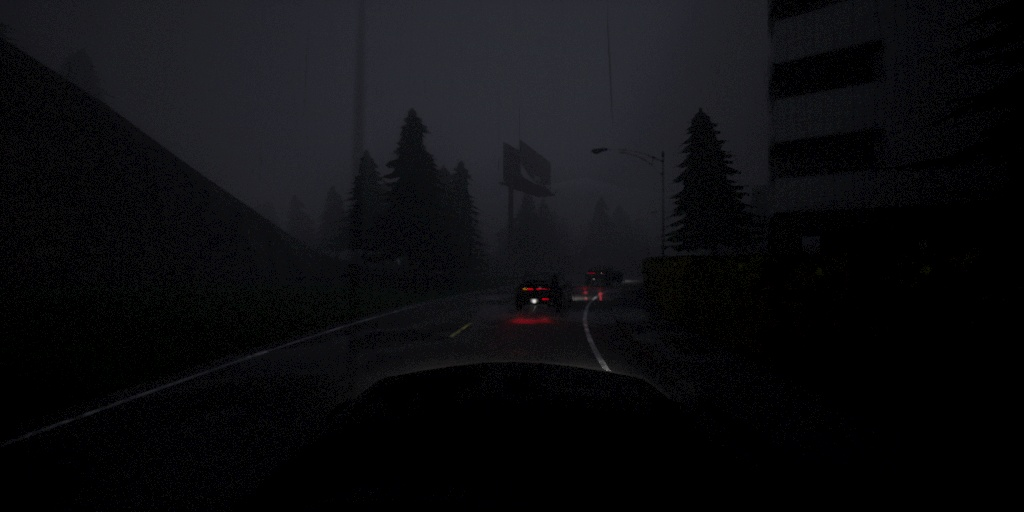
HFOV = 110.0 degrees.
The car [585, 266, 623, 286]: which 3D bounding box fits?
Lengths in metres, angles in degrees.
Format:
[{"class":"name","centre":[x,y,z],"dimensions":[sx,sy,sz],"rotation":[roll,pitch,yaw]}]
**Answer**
[{"class":"car","centre":[7.373,1.525,28.484],"dimensions":[2.128,1.511,4.902],"rotation":[0,-1,33]}]

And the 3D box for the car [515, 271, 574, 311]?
[{"class":"car","centre":[1.465,1.394,15.389],"dimensions":[1.837,1.490,4.892],"rotation":[0,0,16]}]
